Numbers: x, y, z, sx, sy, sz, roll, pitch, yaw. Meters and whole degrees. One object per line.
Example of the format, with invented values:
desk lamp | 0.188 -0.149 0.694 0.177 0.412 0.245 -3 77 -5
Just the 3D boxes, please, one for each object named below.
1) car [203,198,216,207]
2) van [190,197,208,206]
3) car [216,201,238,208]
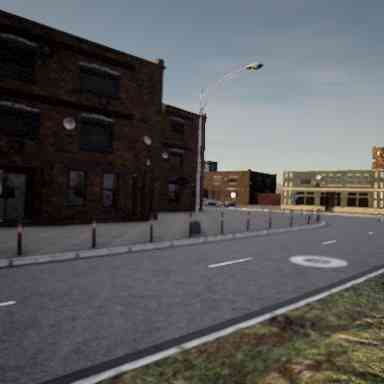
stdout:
car | 3.950 2.444 75.286 2.185 1.767 4.553 2 -1 40
van | 1.632 2.272 77.043 1.878 1.987 4.442 2 -1 40
car | 8.067 2.709 71.744 2.163 1.488 4.792 2 -1 40
